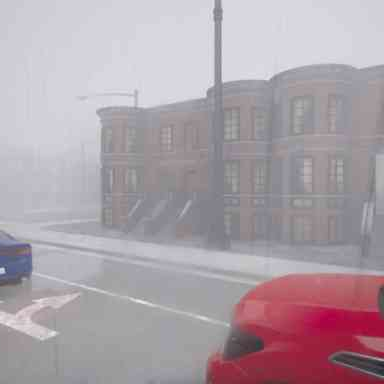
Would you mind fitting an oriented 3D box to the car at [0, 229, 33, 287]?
[{"bbox_3d":[-5.949,1.474,8.236,5.008,1.535,1.882,0,0,36],"label":"car"}]

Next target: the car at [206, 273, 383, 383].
[{"bbox_3d":[2.777,1.222,2.011,5.566,2.045,2.150,0,0,36],"label":"car"}]
